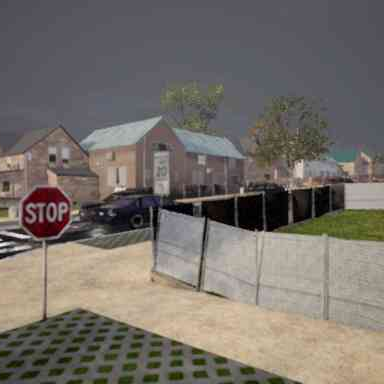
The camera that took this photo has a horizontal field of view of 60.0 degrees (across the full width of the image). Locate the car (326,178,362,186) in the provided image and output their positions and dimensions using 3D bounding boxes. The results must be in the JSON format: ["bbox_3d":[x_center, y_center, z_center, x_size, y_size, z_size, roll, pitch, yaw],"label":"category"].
[{"bbox_3d":[17.511,-0.848,38.247,1.882,1.535,5.008,0,3,42],"label":"car"}]

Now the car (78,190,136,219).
[{"bbox_3d":[-3.776,0.698,18.281,1.882,1.535,5.008,0,3,41],"label":"car"}]

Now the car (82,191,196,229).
[{"bbox_3d":[-2.143,0.821,15.824,2.033,1.411,5.357,0,3,41],"label":"car"}]

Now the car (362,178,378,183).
[{"bbox_3d":[24.405,-1.296,46.200,1.895,1.301,4.718,0,3,41],"label":"car"}]

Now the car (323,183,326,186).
[{"bbox_3d":[18.952,-1.069,44.141,1.812,1.442,4.674,0,3,41],"label":"car"}]

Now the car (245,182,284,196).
[{"bbox_3d":[6.613,-0.121,30.167,1.837,1.490,4.892,0,3,41],"label":"car"}]
